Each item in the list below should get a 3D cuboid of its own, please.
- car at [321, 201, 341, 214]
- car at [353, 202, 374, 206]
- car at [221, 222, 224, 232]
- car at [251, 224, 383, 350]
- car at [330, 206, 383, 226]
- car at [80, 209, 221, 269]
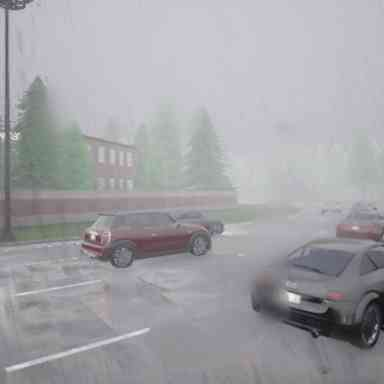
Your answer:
[{"bbox_3d":[15.316,1.671,36.429,1.895,1.301,4.718,0,0,26],"label":"car"},{"bbox_3d":[14.882,1.584,28.804,2.033,1.411,5.357,-1,0,34],"label":"car"},{"bbox_3d":[-0.267,1.652,17.340,4.181,1.385,1.994,0,0,-42],"label":"car"},{"bbox_3d":[3.055,1.576,6.373,4.181,1.385,1.994,0,0,-39],"label":"car"},{"bbox_3d":[8.726,1.584,16.340,1.994,1.385,4.181,-1,0,44],"label":"car"},{"bbox_3d":[-1.445,1.421,11.734,4.553,1.767,2.097,0,0,-39],"label":"car"}]
